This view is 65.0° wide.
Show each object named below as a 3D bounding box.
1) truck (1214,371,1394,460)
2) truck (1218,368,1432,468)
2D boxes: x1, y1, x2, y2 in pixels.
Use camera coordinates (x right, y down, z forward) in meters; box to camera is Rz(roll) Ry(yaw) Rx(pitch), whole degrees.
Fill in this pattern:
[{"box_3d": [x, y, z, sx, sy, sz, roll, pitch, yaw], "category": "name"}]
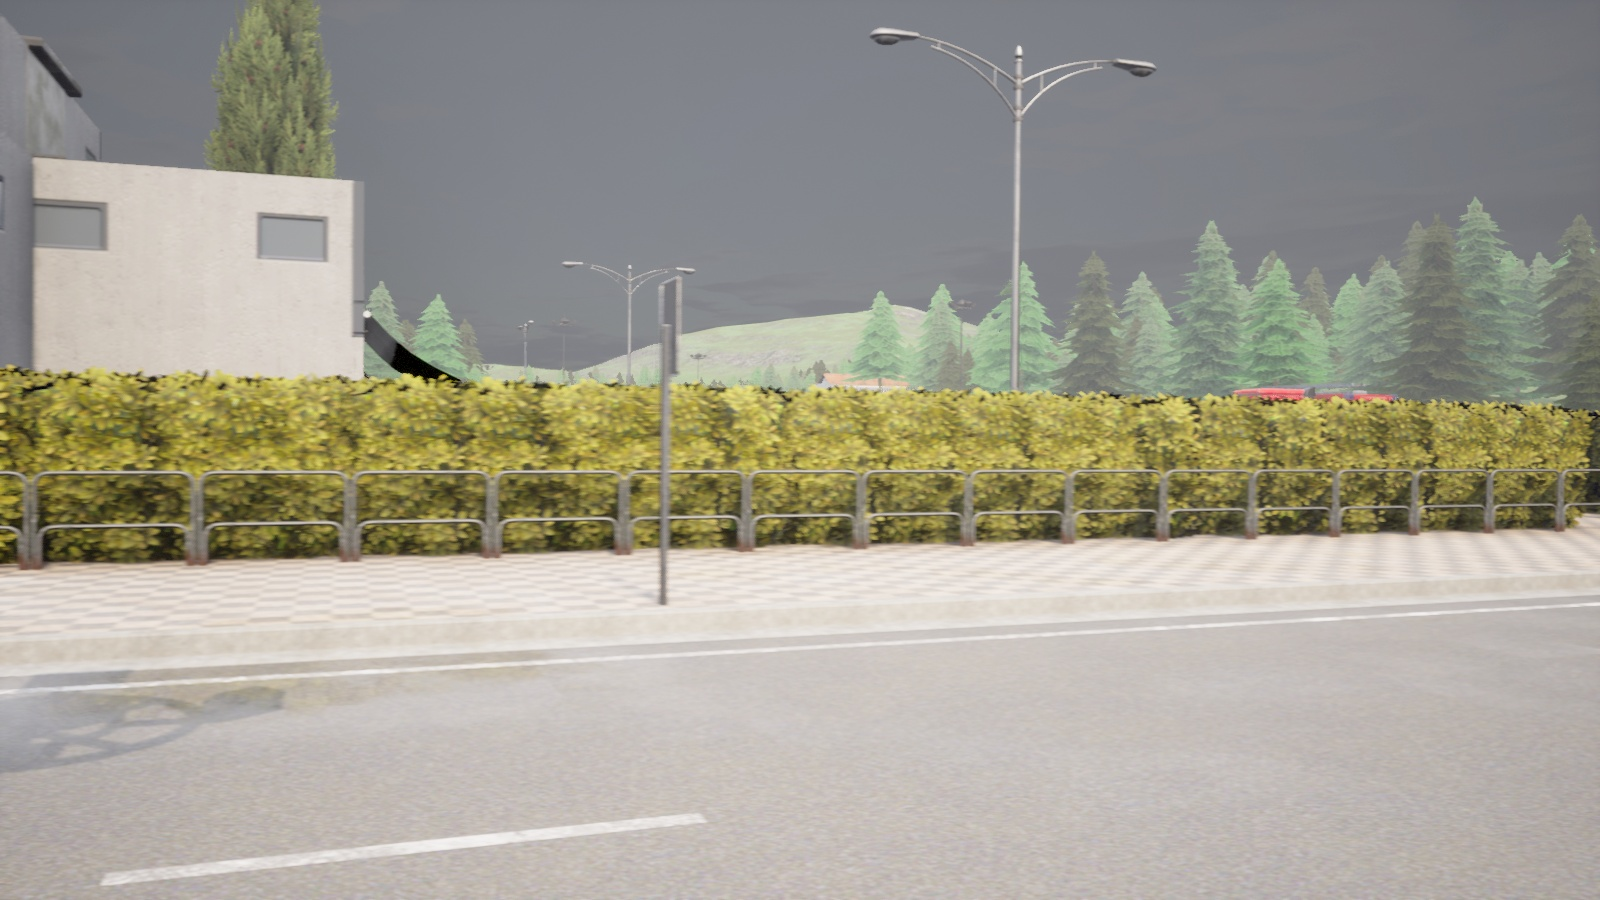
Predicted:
[{"box_3d": [23.338, -1.574, 58.734, 2.891, 3.827, 8.468, -1, 1, -20], "category": "truck"}, {"box_3d": [19.788, -1.178, 47.980, 2.891, 3.462, 7.936, -1, 1, -20], "category": "truck"}]
